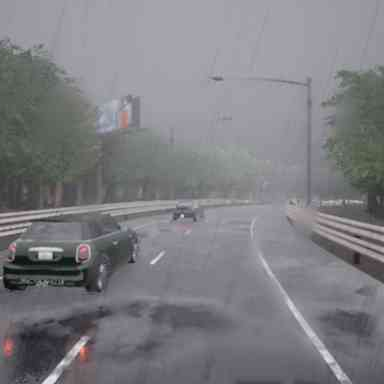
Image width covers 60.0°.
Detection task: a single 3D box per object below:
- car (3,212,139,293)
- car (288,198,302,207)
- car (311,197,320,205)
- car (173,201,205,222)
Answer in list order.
[{"bbox_3d":[-2.883,1.336,9.025,2.097,1.767,4.553,0,0,4],"label":"car"},{"bbox_3d":[19.127,1.934,62.100,1.882,1.535,5.008,0,-1,32],"label":"car"},{"bbox_3d":[28.148,2.006,77.016,2.097,1.767,4.553,0,-1,42],"label":"car"},{"bbox_3d":[-0.198,1.500,26.649,1.837,1.490,4.892,0,0,12],"label":"car"}]
